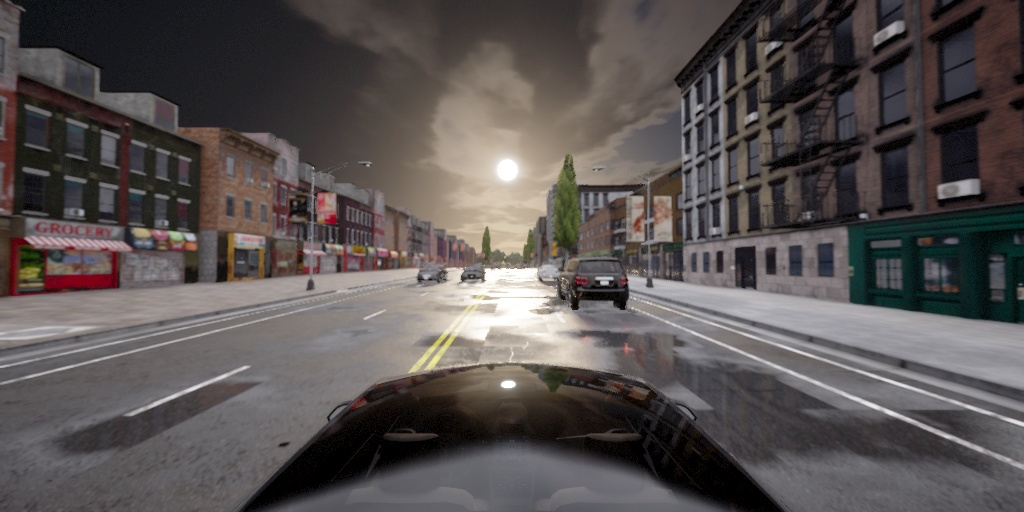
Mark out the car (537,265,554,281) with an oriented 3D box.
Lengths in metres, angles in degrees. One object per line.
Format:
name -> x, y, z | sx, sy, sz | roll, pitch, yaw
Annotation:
car -> 3.341, 1.540, 33.102 | 1.812, 1.442, 4.674 | 0, -1, 0

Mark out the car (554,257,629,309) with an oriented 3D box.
car -> 3.345, 1.080, 15.641 | 2.150, 2.045, 5.566 | 0, 0, 0

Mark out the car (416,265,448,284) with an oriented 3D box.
car -> -6.604, 1.475, 30.097 | 2.128, 1.511, 4.902 | 0, -1, 0

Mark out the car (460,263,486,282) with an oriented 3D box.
car -> -3.353, 1.565, 31.854 | 1.994, 1.385, 4.181 | 0, -1, 0
